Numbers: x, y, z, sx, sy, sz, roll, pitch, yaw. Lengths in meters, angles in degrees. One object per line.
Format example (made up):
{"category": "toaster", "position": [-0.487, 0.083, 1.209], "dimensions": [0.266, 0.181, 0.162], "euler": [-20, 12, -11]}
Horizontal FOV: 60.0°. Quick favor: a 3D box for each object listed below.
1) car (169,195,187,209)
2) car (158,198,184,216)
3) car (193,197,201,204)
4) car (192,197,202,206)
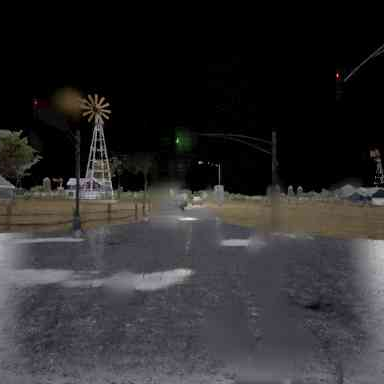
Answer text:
{"category": "car", "position": [-2.115, 1.401, 44.546], "dimensions": [2.150, 2.045, 5.566], "euler": [0, 0, 0]}
{"category": "car", "position": [-2.256, 1.667, 33.894], "dimensions": [2.033, 1.411, 5.357], "euler": [0, 0, 1]}
{"category": "car", "position": [1.104, 1.763, 72.989], "dimensions": [1.812, 1.442, 4.674], "euler": [0, -1, 1]}
{"category": "car", "position": [0.963, 1.849, 62.514], "dimensions": [2.033, 1.411, 5.357], "euler": [0, 0, 1]}
